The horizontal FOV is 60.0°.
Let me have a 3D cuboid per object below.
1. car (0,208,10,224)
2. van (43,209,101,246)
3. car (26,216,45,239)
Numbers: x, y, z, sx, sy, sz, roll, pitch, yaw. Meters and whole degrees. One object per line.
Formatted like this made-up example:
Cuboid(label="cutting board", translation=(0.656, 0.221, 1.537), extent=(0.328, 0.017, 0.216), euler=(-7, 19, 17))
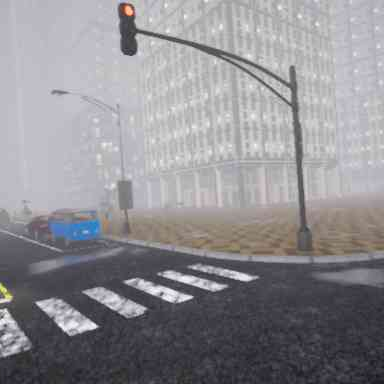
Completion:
Cuboid(label="car", translation=(-23.048, 2.892, 39.516), extent=(2.192, 1.841, 5.009), euler=(-4, 0, -37))
Cuboid(label="van", translation=(-6.248, 1.769, 17.531), extent=(1.690, 1.788, 3.998), euler=(-4, 0, -37))
Cuboid(label="car", translation=(-9.648, 2.206, 21.886), extent=(1.887, 1.381, 4.507), euler=(-4, 0, -37))
